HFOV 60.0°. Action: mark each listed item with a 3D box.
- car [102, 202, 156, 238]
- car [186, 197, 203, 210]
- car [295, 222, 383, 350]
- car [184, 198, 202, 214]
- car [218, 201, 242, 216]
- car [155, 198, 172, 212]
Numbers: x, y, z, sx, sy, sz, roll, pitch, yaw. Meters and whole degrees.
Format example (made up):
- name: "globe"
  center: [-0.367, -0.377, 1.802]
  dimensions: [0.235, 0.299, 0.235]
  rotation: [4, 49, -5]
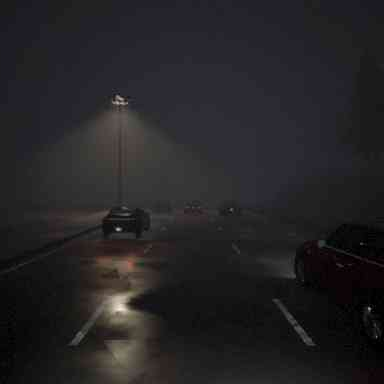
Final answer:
- name: "car"
  center: [-3.398, 1.494, 17.821]
  dimensions: [2.128, 1.511, 4.902]
  rotation: [0, 0, 0]
- name: "car"
  center: [0.371, 1.498, 44.574]
  dimensions: [2.128, 1.511, 4.902]
  rotation: [0, 0, 3]
- name: "car"
  center: [3.600, 1.354, 6.402]
  dimensions: [2.097, 1.767, 4.553]
  rotation: [0, 0, 0]
- name: "car"
  center: [0.111, 1.553, 34.824]
  dimensions: [2.033, 1.411, 5.357]
  rotation: [0, 0, 0]
- name: "car"
  center: [3.605, 1.568, 32.212]
  dimensions: [1.994, 1.385, 4.181]
  rotation: [0, 0, 0]
- name: "car"
  center: [-3.350, 1.484, 38.526]
  dimensions: [1.882, 1.535, 5.008]
  rotation: [0, 0, 1]
